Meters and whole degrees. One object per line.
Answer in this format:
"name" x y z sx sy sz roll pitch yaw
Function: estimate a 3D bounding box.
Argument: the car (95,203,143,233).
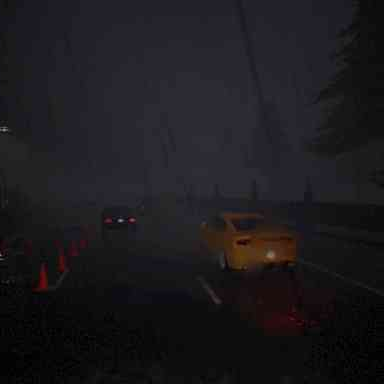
"car" -4.431 1.531 19.566 2.033 1.411 5.357 -1 0 -17

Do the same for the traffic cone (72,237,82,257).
"traffic cone" -4.165 1.970 11.741 0.340 0.580 0.340 -1 0 -10

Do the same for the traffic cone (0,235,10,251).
"traffic cone" -7.460 2.019 13.204 0.340 0.580 0.340 -1 0 -10

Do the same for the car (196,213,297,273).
"car" 1.453 1.403 10.627 1.882 1.535 5.008 -1 0 -12

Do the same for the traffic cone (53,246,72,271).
"traffic cone" -3.826 1.974 9.770 0.340 0.580 0.340 -1 0 -10

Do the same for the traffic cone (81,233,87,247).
"traffic cone" -4.504 1.967 13.712 0.340 0.580 0.340 -1 0 -10

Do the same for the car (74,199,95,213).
"car" -12.218 1.553 38.173 1.812 1.442 4.674 -1 0 -28

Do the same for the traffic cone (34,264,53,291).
"traffic cone" -3.487 1.977 7.799 0.340 0.580 0.340 -1 0 -10

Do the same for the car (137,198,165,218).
"car" -3.828 1.284 28.279 2.097 1.767 4.553 -1 0 -20

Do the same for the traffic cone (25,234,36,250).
"traffic cone" -6.475 2.001 13.373 0.340 0.580 0.340 -1 0 -10

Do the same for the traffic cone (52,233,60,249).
"traffic cone" -5.490 1.984 13.543 0.340 0.580 0.340 -1 0 -10
